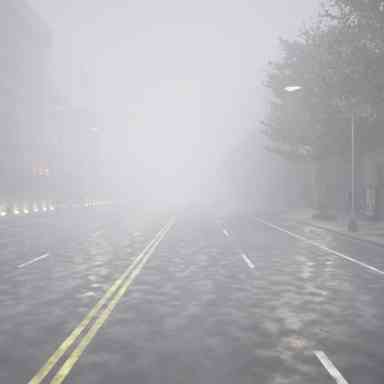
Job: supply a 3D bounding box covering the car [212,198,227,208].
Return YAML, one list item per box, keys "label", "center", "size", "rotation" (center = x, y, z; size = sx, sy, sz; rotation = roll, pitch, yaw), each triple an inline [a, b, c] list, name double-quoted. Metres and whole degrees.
- label: "car"
  center: [3.901, 1.563, 47.297]
  size: [1.994, 1.385, 4.181]
  rotation: [0, 0, 0]

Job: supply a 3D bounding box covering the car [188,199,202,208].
- label: "car"
  center: [0.409, 1.600, 48.229]
  size: [1.895, 1.301, 4.718]
  rotation: [0, 0, 0]
